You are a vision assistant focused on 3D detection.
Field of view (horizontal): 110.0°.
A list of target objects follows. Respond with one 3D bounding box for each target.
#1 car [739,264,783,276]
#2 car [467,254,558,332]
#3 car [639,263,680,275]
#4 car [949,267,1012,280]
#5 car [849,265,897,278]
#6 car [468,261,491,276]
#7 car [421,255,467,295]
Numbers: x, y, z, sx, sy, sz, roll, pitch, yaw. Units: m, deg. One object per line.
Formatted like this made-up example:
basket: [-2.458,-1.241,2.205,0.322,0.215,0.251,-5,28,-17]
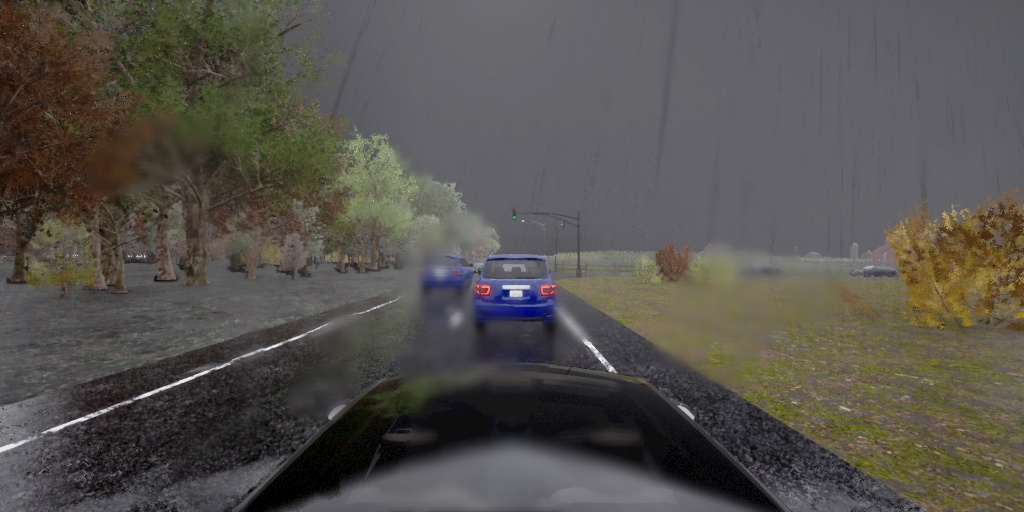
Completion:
car: [29.855,1.659,42.978,4.674,1.442,1.812,1,-1,0]
car: [0.090,0.974,11.065,2.150,2.045,5.566,0,0,0]
car: [17.656,1.526,43.058,4.674,1.442,1.812,1,-1,1]
car: [50.983,1.851,39.284,5.357,1.411,2.033,1,-1,1]
car: [43.178,1.805,42.921,4.674,1.442,1.812,0,-1,0]
car: [-3.438,1.304,38.877,2.033,1.411,5.357,0,0,0]
car: [-3.415,0.975,19.709,2.150,2.045,5.566,0,0,0]
